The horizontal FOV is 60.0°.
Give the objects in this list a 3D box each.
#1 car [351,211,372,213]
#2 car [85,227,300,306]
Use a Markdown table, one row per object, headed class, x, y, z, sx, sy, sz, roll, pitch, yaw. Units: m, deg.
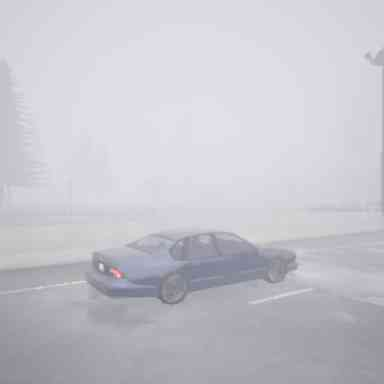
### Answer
| class | x | y | z | sx | sy | sz | roll | pitch | yaw |
| --- | --- | --- | --- | --- | --- | --- | --- | --- | --- |
| car | 19.699 | 1.714 | 35.511 | 4.553 | 1.767 | 2.097 | 1 | 0 | -25 |
| car | 0.255 | 1.586 | 8.129 | 5.357 | 1.411 | 2.033 | 1 | 0 | -34 |
